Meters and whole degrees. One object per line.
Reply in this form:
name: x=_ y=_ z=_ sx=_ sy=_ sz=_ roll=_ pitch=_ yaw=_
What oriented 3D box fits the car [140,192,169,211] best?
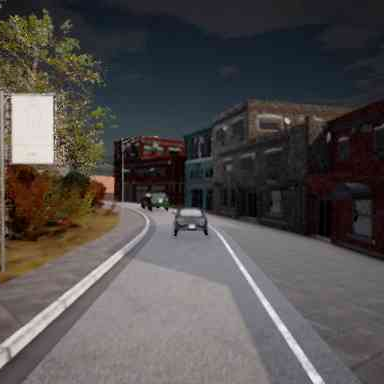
car: x=-4.305 y=1.004 z=37.748 sx=2.150 sy=2.045 sz=5.566 roll=0 pitch=1 yaw=-21

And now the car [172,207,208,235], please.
car: x=-0.163 y=1.567 z=19.161 sx=1.812 sy=1.442 sz=4.674 roll=0 pitch=0 yaw=-4
